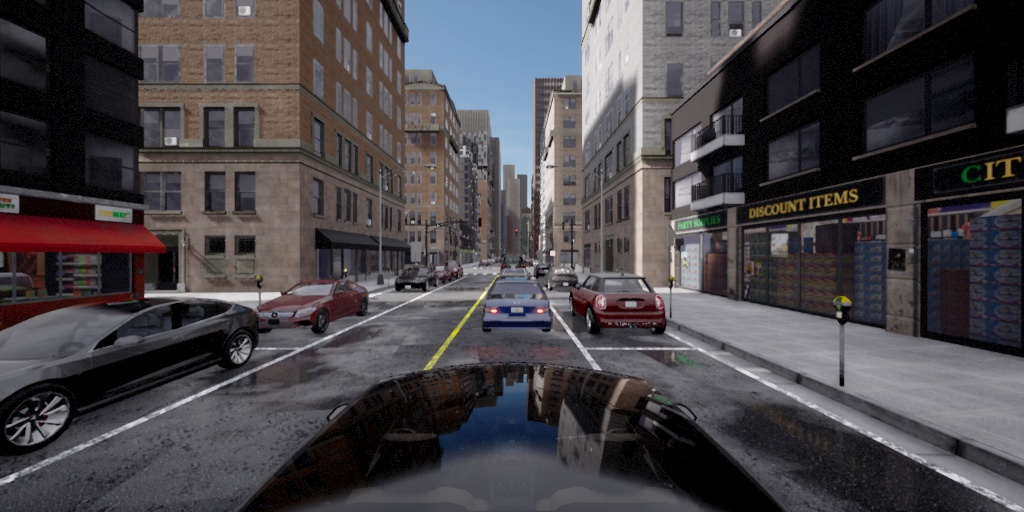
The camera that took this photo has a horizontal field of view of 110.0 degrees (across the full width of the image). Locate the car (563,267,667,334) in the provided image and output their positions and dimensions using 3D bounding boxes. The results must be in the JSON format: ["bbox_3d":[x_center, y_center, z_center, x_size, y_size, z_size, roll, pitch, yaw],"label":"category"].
[{"bbox_3d":[2.876,1.186,10.587,1.967,1.591,4.097,0,0,0],"label":"car"}]

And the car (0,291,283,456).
[{"bbox_3d":[-5.664,1.314,5.108,1.948,1.339,4.313,0,0,0],"label":"car"}]

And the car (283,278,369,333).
[{"bbox_3d":[-5.650,1.328,10.610,1.802,1.307,4.207,0,0,0],"label":"car"}]

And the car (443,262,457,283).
[{"bbox_3d":[-5.608,1.323,27.113,1.802,1.307,4.207,0,0,0],"label":"car"}]

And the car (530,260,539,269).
[{"bbox_3d":[2.932,1.306,32.592,1.948,1.339,4.313,0,0,0],"label":"car"}]

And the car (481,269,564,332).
[{"bbox_3d":[0.122,1.293,10.802,2.033,1.411,5.357,0,0,0],"label":"car"}]

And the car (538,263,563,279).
[{"bbox_3d":[2.903,1.293,21.590,2.007,1.370,4.403,0,0,0],"label":"car"}]

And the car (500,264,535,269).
[{"bbox_3d":[0.146,1.343,21.308,1.895,1.301,4.718,0,0,0],"label":"car"}]

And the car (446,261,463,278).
[{"bbox_3d":[-5.594,1.180,32.615,1.967,1.591,4.097,0,0,0],"label":"car"}]

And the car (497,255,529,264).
[{"bbox_3d":[0.081,0.962,31.340,2.150,2.045,5.566,0,0,-1],"label":"car"}]

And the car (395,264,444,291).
[{"bbox_3d":[-5.622,1.308,21.612,1.948,1.339,4.313,0,0,0],"label":"car"}]
